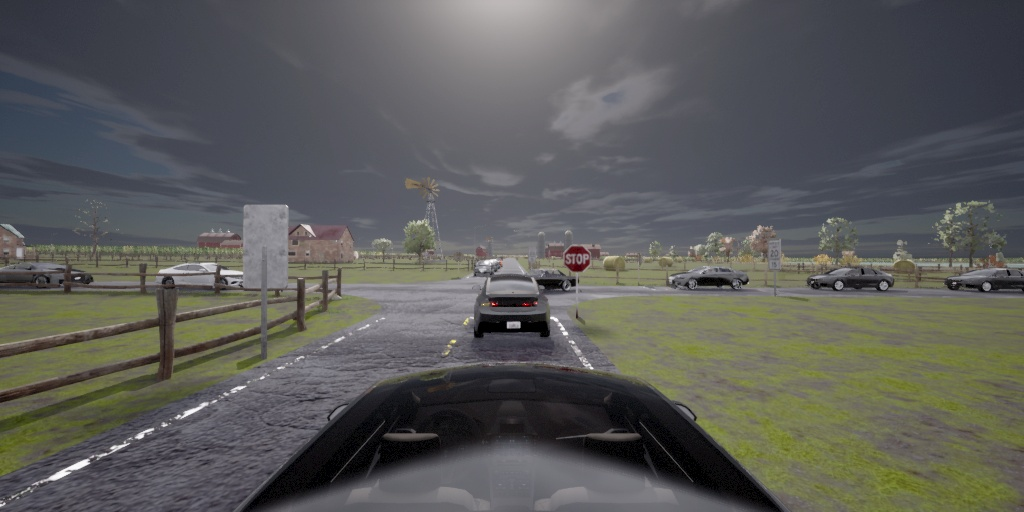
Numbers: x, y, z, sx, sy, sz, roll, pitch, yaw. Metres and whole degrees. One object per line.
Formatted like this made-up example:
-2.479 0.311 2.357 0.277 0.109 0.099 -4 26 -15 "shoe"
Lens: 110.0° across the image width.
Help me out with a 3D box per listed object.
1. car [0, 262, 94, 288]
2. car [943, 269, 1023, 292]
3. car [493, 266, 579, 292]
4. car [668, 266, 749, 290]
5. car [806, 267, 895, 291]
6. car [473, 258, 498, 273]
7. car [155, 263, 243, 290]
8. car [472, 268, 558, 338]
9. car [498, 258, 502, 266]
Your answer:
-26.353 1.048 20.076 4.181 1.385 1.994 1 -1 -1 "car"
31.716 1.587 23.772 4.892 1.490 1.837 1 -1 -1 "car"
1.510 1.369 20.270 4.718 1.301 1.895 1 0 -35 "car"
12.811 1.397 23.491 4.902 1.511 2.128 1 -1 -2 "car"
22.213 1.499 23.657 4.892 1.490 1.837 1 -1 -1 "car"
-2.838 1.243 36.913 2.128 1.511 4.902 0 0 0 "car"
-17.233 1.103 20.192 4.674 1.442 1.812 1 -1 -1 "car"
-0.069 1.256 10.225 1.837 1.490 4.892 0 0 -3 "car"
-2.825 1.241 46.359 2.128 1.511 4.902 0 0 0 "car"
